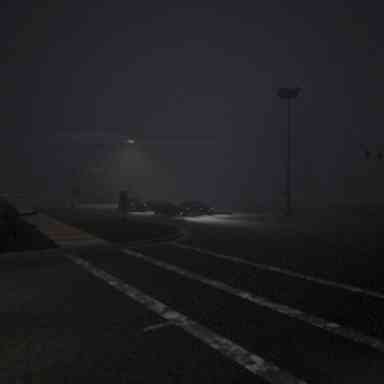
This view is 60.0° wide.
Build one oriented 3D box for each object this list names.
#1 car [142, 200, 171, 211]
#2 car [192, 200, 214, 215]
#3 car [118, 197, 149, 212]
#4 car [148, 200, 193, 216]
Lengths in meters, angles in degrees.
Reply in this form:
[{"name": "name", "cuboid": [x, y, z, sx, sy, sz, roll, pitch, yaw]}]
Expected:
[{"name": "car", "cuboid": [-4.737, 1.721, 43.457, 1.994, 1.385, 4.181, 1, 0, -35]}, {"name": "car", "cuboid": [0.370, 1.661, 36.182, 1.837, 1.490, 4.892, 1, 0, -35]}, {"name": "car", "cuboid": [-7.426, 1.483, 41.205, 2.097, 1.767, 4.553, 1, 0, -35]}, {"name": "car", "cuboid": [-2.262, 1.732, 33.837, 1.895, 1.301, 4.718, 1, 0, -35]}]
